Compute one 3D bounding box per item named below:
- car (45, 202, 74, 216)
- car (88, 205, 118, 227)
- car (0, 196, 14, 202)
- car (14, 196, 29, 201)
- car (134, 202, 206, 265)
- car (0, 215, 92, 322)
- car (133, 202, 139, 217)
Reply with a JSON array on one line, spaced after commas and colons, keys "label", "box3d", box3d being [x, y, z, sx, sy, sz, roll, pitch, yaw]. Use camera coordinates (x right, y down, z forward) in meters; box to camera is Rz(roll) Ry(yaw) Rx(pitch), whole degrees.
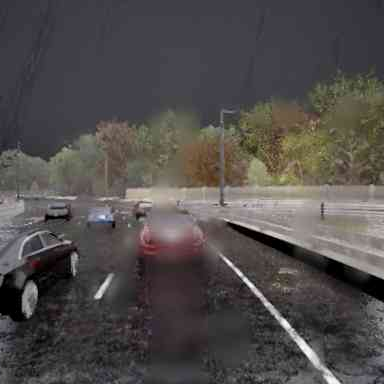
[{"label": "car", "box3d": [-10.843, 1.568, 27.375, 2.128, 1.511, 4.902, 0, 0, -15]}, {"label": "car", "box3d": [-6.214, 1.600, 23.184, 2.033, 1.411, 5.357, 0, 0, -12]}, {"label": "car", "box3d": [-46.551, 1.648, 81.976, 4.892, 1.490, 1.837, 0, 0, 37]}, {"label": "car", "box3d": [-44.355, 1.617, 84.701, 5.008, 1.535, 1.882, 0, 0, 37]}, {"label": "car", "box3d": [-0.835, 1.370, 12.054, 2.097, 1.767, 4.553, 0, 0, -7]}, {"label": "car", "box3d": [-3.852, 1.517, 7.181, 2.128, 1.511, 4.902, 0, 0, -4]}, {"label": "car", "box3d": [-4.167, 1.576, 29.482, 1.812, 1.442, 4.674, 0, 0, -15]}]
